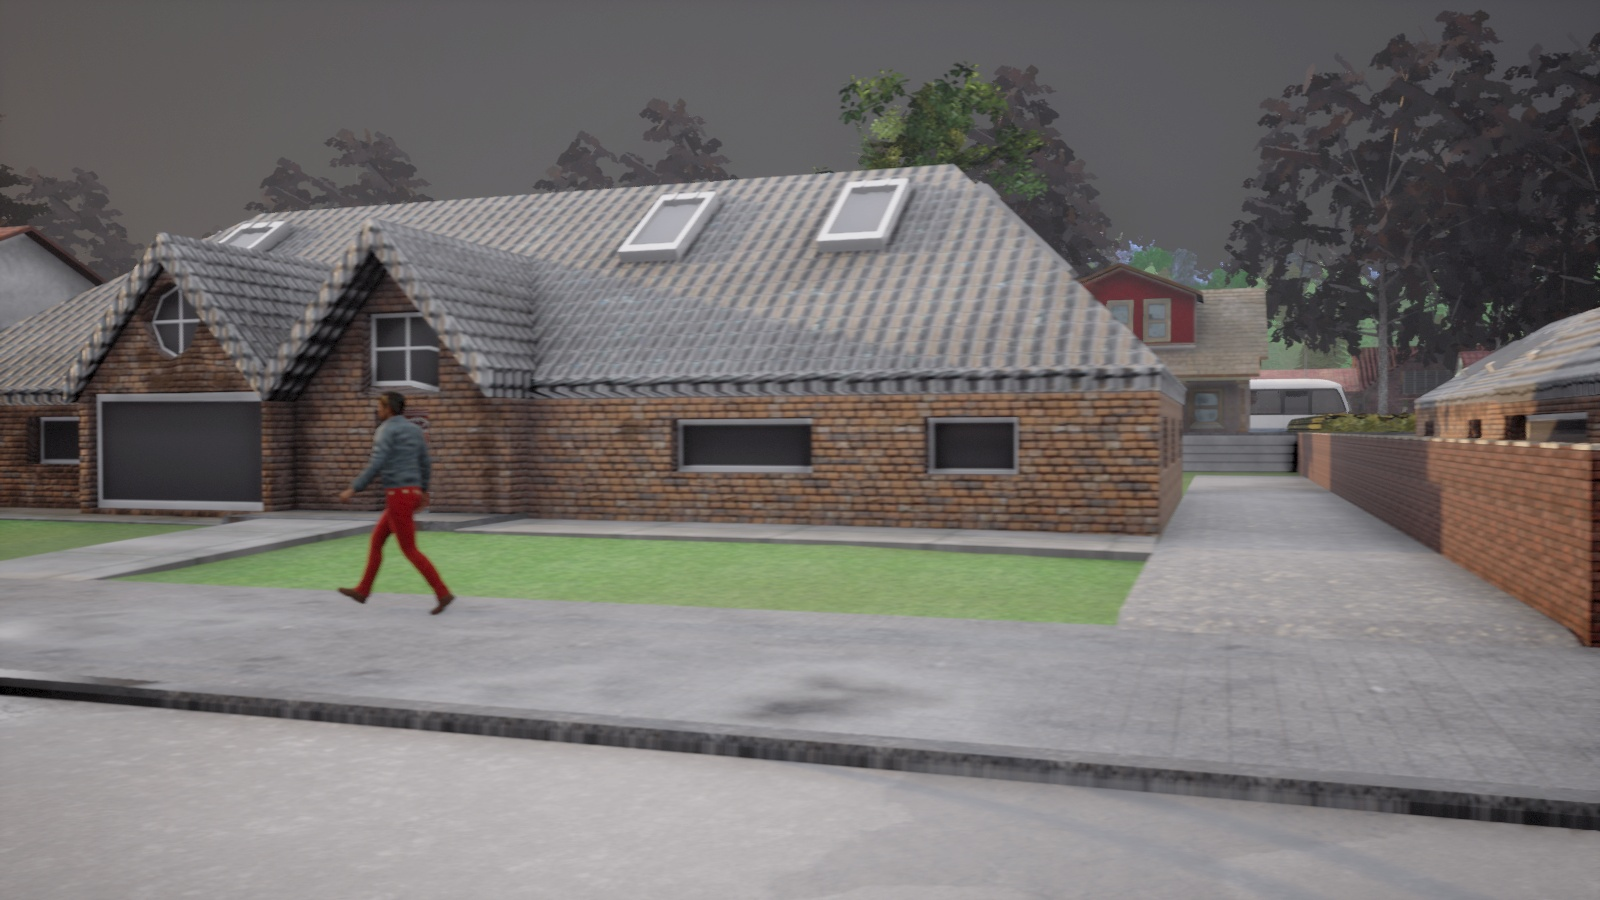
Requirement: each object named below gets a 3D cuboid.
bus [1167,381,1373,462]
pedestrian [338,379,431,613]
[{"bbox_3d":[25.615,-1.558,68.958,10.273,4.253,3.944,1,1,19],"label":"bus"},{"bbox_3d":[-3.361,0.361,10.176,0.614,1.847,0.353,0,1,12],"label":"pedestrian"}]
